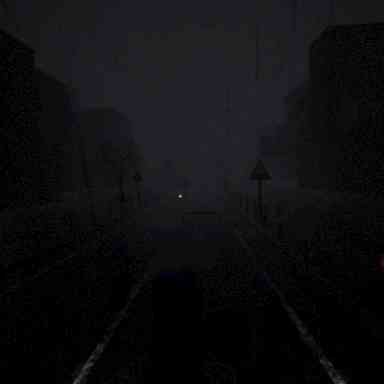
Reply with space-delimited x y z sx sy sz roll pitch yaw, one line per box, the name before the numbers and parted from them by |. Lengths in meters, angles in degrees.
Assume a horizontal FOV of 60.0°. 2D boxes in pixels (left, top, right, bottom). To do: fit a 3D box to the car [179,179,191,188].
car | -1.161 -1.500 57.239 1.837 1.490 4.892 -2 4 2
